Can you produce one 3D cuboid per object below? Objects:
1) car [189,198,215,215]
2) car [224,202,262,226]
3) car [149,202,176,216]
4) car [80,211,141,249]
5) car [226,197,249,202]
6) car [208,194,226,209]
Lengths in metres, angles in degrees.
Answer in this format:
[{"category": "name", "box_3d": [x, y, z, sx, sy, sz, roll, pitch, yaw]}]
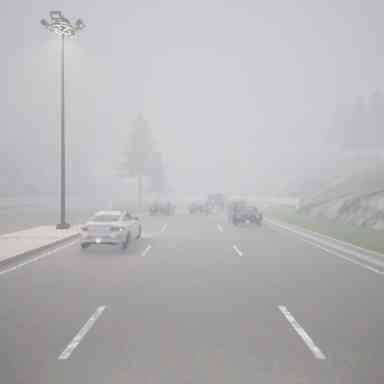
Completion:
[{"category": "car", "box_3d": [0.953, 1.601, 34.428, 1.895, 1.301, 4.718, 0, 0, 9]}, {"category": "car", "box_3d": [3.646, 1.601, 23.686, 1.895, 1.301, 4.718, 0, 0, 1]}, {"category": "car", "box_3d": [-2.834, 1.601, 33.161, 1.895, 1.301, 4.718, 0, 0, 6]}, {"category": "car", "box_3d": [-3.396, 1.525, 14.390, 1.812, 1.442, 4.674, 0, 0, 0]}, {"category": "car", "box_3d": [5.570, 1.478, 39.143, 1.882, 1.535, 5.008, 0, 0, 15]}, {"category": "car", "box_3d": [3.432, 1.221, 44.486, 2.150, 2.045, 5.566, 0, 0, 16]}]
